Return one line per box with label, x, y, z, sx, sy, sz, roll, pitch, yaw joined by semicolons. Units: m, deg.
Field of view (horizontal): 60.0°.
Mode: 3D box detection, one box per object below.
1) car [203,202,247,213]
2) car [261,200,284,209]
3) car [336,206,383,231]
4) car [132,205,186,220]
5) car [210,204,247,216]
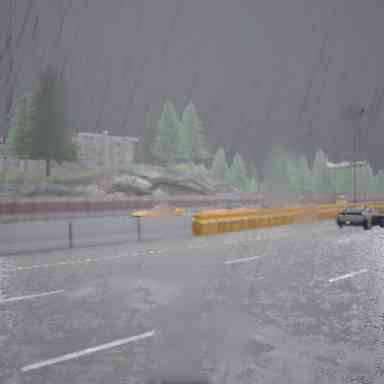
car;2.879;1.722;28.987;4.553;1.767;2.097;0;-1;-43
car;13.070;2.118;54.056;1.882;1.535;5.008;-1;-1;44
car;11.360;1.690;22.192;4.902;1.511;2.128;0;-1;-44
car;-2.778;1.895;28.569;5.008;1.535;1.882;0;-1;-41
car;4.506;2.108;40.271;1.895;1.301;4.718;-1;-1;45
